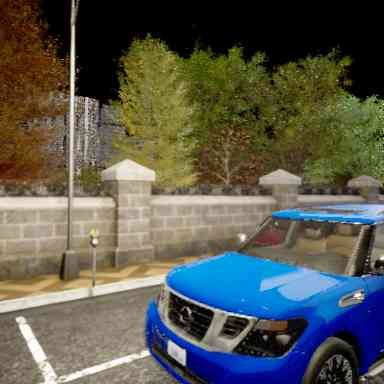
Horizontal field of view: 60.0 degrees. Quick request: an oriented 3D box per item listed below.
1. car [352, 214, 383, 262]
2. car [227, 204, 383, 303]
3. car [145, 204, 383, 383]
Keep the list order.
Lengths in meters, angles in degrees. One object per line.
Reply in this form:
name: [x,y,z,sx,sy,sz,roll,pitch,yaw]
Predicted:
car: [8.060,1.558,12.303,4.829,1.417,1.752,0,0,-35]
car: [3.575,1.335,9.101,5.009,1.841,2.192,0,0,-35]
car: [2.098,1.232,4.878,5.566,2.045,2.150,0,0,-36]
